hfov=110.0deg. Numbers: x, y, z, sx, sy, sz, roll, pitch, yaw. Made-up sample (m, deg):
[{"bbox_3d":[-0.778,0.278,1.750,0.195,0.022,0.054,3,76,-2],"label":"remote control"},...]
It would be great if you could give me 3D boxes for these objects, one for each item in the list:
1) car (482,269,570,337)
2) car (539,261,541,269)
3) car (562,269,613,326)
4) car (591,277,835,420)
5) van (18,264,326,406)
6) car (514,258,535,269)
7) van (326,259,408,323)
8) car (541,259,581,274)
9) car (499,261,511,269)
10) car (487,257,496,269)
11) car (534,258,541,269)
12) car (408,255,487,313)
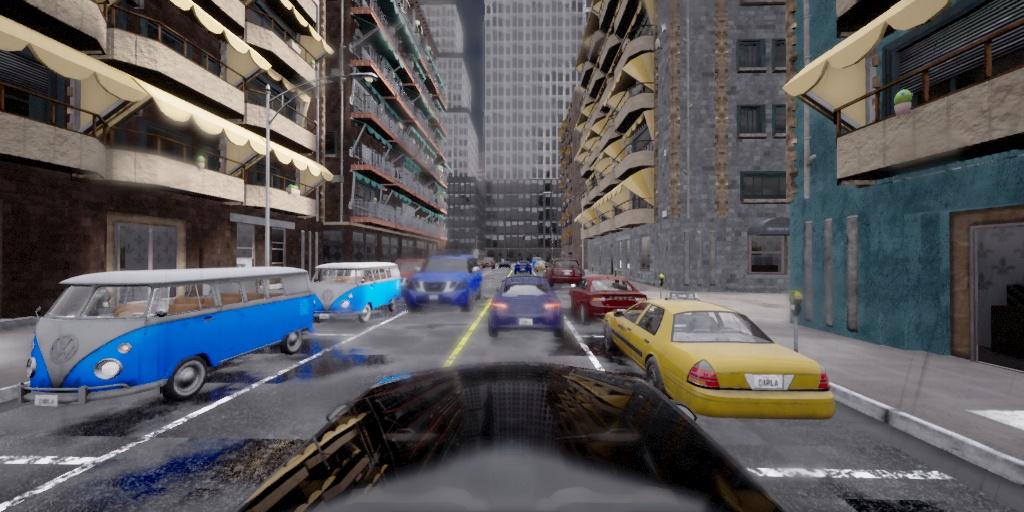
[{"bbox_3d":[0.386,1.277,10.147,1.812,1.442,4.674,0,0,2],"label":"car"},{"bbox_3d":[3.381,1.284,28.603,1.751,1.417,4.829,0,0,2],"label":"car"},{"bbox_3d":[2.896,1.297,11.519,1.888,1.381,4.507,0,0,2],"label":"car"},{"bbox_3d":[2.741,1.276,6.051,1.751,1.417,4.829,0,0,2],"label":"car"},{"bbox_3d":[-5.141,1.091,6.104,1.690,1.789,3.998,0,0,2],"label":"van"},{"bbox_3d":[1.230,1.242,39.877,1.882,1.535,5.008,0,0,2],"label":"car"},{"bbox_3d":[-4.981,1.093,11.742,1.690,1.789,3.998,0,0,2],"label":"van"},{"bbox_3d":[3.216,1.071,22.795,2.192,1.841,5.009,0,0,2],"label":"car"},{"bbox_3d":[-1.119,1.400,57.414,1.895,1.301,4.718,0,0,2],"label":"car"},{"bbox_3d":[-3.701,1.092,56.847,2.192,1.841,5.009,0,0,2],"label":"car"},{"bbox_3d":[3.861,1.294,45.517,1.751,1.417,4.829,0,0,2],"label":"car"},{"bbox_3d":[-2.442,0.974,14.306,2.150,2.045,5.566,0,0,2],"label":"car"}]
